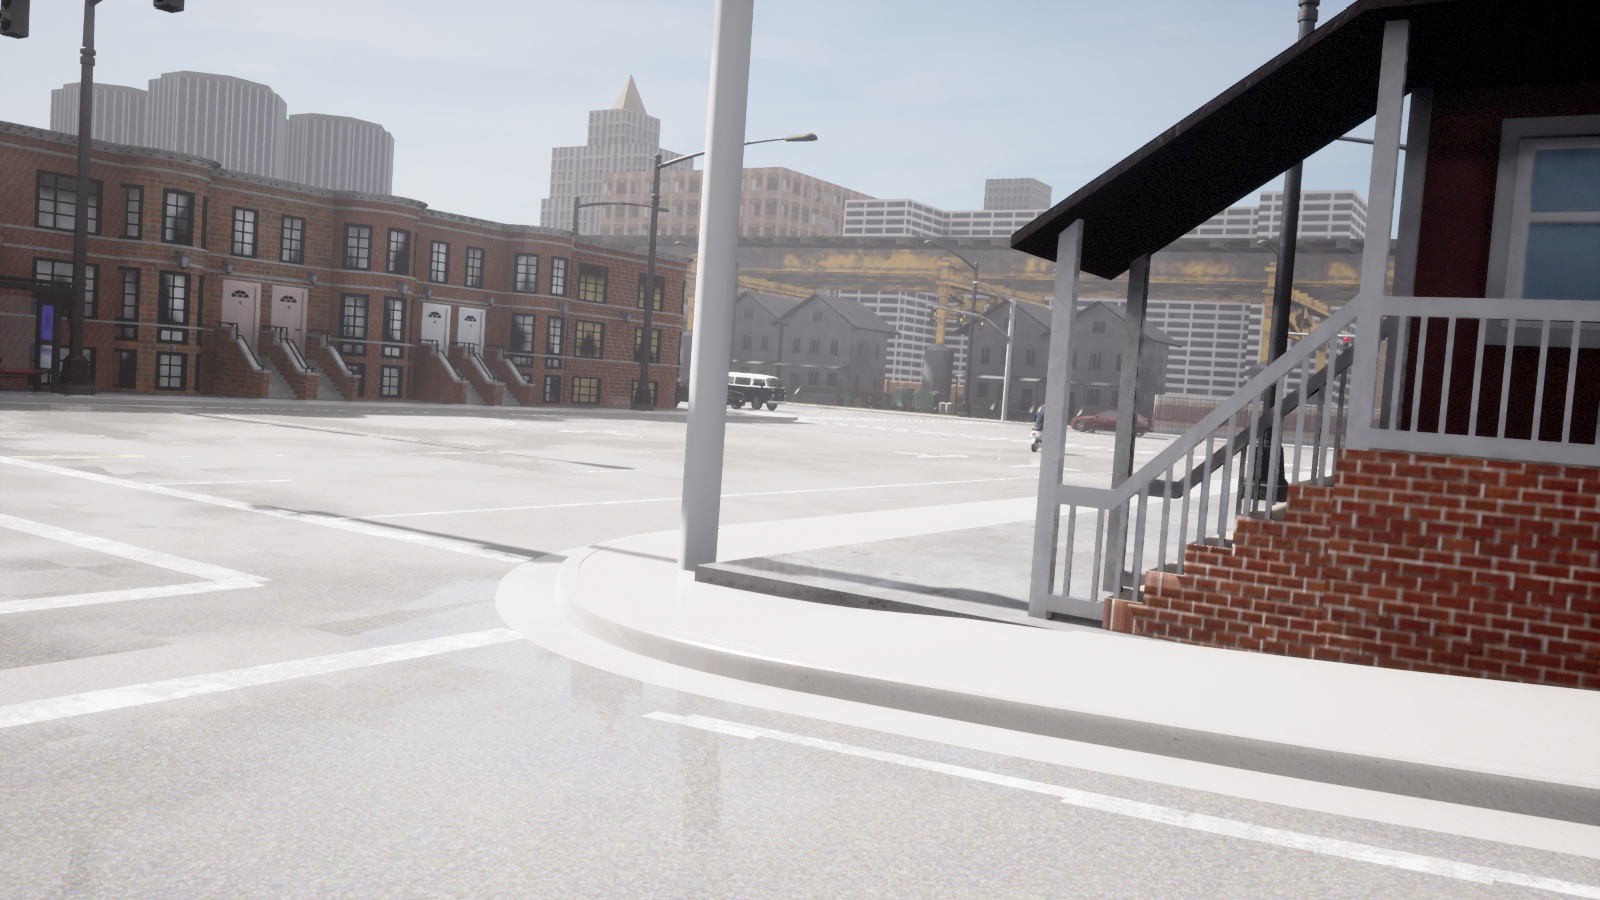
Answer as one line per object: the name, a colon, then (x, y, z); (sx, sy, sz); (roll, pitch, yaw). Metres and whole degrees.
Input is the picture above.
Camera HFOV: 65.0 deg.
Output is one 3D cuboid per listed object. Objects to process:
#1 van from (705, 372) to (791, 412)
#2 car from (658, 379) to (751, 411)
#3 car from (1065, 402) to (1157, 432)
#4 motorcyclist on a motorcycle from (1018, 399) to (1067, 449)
van: (-3.015, -3.350, 72.557); (4.480, 2.038, 2.069); (5, 4, 34)
car: (-5.338, -3.072, 69.899); (5.008, 1.535, 1.882); (5, 4, 34)
car: (17.651, -1.897, 71.369); (4.674, 1.442, 1.812); (5, 4, 34)
motorcyclist on a motorcycle: (8.086, -0.857, 41.774); (0.866, 1.590, 1.817); (5, 4, 34)
